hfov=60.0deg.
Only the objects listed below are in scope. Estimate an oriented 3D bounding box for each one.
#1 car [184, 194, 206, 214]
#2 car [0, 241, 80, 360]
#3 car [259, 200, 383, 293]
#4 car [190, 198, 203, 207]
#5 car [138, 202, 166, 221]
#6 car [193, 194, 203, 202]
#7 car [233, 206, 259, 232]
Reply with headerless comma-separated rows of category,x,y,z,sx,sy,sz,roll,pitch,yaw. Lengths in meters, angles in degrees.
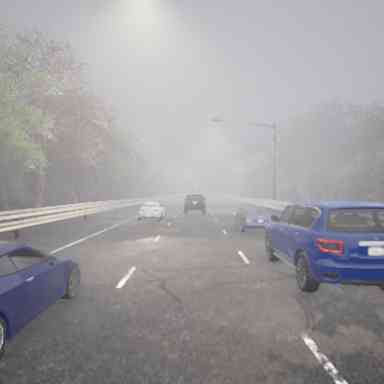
car,0.331,1.228,35.713,2.150,2.045,5.566,0,0,1
car,-3.383,1.527,5.451,1.812,1.442,4.674,0,0,0
car,3.524,1.226,9.025,2.150,2.045,5.566,0,0,0
car,0.775,1.609,52.325,1.895,1.301,4.718,0,0,1
car,-3.205,1.533,27.090,1.812,1.442,4.674,0,0,1
car,1.319,1.357,73.797,2.097,1.767,4.553,0,0,2
car,3.605,1.555,19.949,2.033,1.411,5.357,0,0,1
